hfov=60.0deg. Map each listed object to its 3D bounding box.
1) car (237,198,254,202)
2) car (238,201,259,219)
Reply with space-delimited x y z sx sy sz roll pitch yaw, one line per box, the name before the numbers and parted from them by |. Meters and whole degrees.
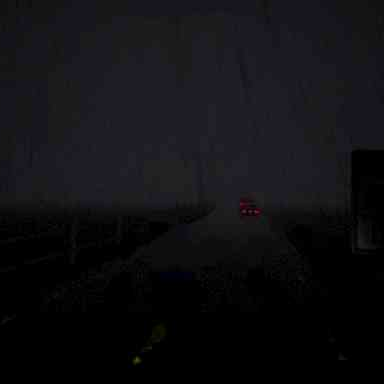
car | 7.351 1.757 44.694 2.150 2.045 5.566 1 -1 7
car | 5.982 1.956 34.381 2.033 1.411 5.357 1 -1 9
